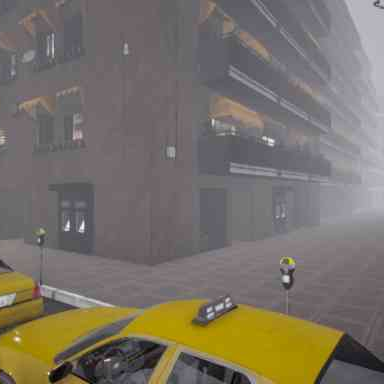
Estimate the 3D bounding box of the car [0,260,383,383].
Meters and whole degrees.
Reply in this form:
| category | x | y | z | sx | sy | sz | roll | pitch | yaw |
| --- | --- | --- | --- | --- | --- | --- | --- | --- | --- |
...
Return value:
| category | x | y | z | sx | sy | sz | roll | pitch | yaw |
| --- | --- | --- | --- | --- | --- | --- | --- | --- | --- |
| car | -0.031 | 1.525 | 2.749 | 4.829 | 1.417 | 1.752 | 0 | 0 | 36 |

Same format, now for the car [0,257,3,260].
| category | x | y | z | sx | sy | sz | roll | pitch | yaw |
| --- | --- | --- | --- | --- | --- | --- | --- | --- | --- |
| car | -4.618 | 1.527 | 6.031 | 4.829 | 1.417 | 1.752 | 0 | 0 | 36 |
